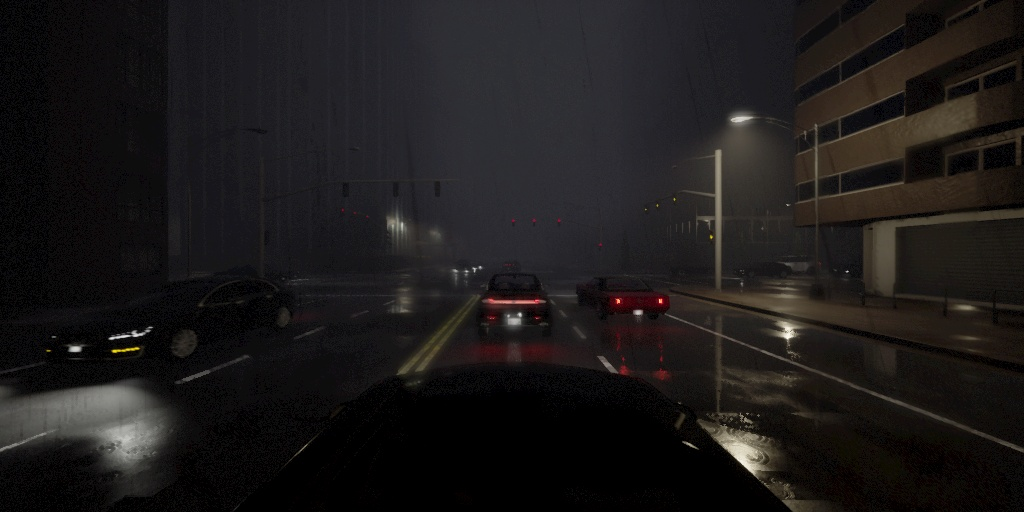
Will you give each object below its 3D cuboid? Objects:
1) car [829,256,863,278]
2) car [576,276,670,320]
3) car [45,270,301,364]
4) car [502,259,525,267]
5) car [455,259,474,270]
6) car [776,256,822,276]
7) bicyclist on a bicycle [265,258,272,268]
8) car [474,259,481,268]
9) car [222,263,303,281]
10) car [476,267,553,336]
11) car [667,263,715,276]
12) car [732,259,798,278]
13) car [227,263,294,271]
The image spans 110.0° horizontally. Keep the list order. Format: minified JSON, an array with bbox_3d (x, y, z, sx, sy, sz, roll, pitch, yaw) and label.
[{"bbox_3d":[32.677,0.971,33.095,5.566,2.045,2.150,0,0,1],"label":"car"},{"bbox_3d":[3.591,1.351,12.659,1.895,1.301,4.718,0,0,-2],"label":"car"},{"bbox_3d":[-7.057,1.254,8.235,1.837,1.490,4.892,0,0,0],"label":"car"},{"bbox_3d":[-0.066,1.241,43.820,2.128,1.511,4.902,0,0,8],"label":"car"},{"bbox_3d":[-7.043,1.255,52.213,1.837,1.490,4.892,0,0,0],"label":"car"},{"bbox_3d":[28.290,0.971,36.647,5.566,2.045,2.150,0,0,1],"label":"car"},{"bbox_3d":[-28.736,1.051,42.057,0.582,1.620,1.656,0,0,1],"label":"bicyclist on a bicycle"},{"bbox_3d":[-7.014,1.276,62.297,1.812,1.442,4.674,0,0,0],"label":"car"},{"bbox_3d":[-20.793,1.297,30.028,5.357,1.411,2.033,0,0,-1],"label":"car"},{"bbox_3d":[0.075,1.242,10.368,2.128,1.511,4.902,0,0,0],"label":"car"},{"bbox_3d":[18.549,1.351,36.776,4.718,1.301,1.895,0,0,1],"label":"car"},{"bbox_3d":[23.103,1.255,33.204,4.892,1.490,1.837,0,0,1],"label":"car"},{"bbox_3d":[-18.872,1.351,26.288,4.718,1.301,1.895,0,0,4],"label":"car"}]
